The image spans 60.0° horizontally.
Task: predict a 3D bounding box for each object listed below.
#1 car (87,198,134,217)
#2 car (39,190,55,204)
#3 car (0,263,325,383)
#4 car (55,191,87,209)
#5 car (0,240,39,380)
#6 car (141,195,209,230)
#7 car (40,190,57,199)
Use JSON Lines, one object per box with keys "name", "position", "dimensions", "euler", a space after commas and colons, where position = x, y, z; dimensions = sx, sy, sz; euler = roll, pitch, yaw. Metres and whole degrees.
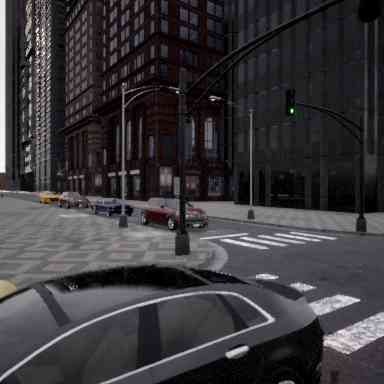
{"name": "car", "position": [-6.333, 1.154, 26.138], "dimensions": [1.895, 1.301, 4.718], "euler": [0, 1, -36]}
{"name": "car", "position": [-18.276, 0.669, 42.773], "dimensions": [1.882, 1.535, 5.008], "euler": [0, 1, -35]}
{"name": "car", "position": [-0.888, 1.504, 2.811], "dimensions": [4.892, 1.490, 1.837], "euler": [0, -1, -34]}
{"name": "car", "position": [-12.203, 0.724, 34.289], "dimensions": [2.097, 1.767, 4.553], "euler": [0, 1, -36]}
{"name": "car", "position": [-4.403, 1.525, 3.508], "dimensions": [4.829, 1.417, 1.752], "euler": [0, 0, -35]}
{"name": "car", "position": [-1.066, 1.073, 18.833], "dimensions": [2.097, 1.767, 4.553], "euler": [0, 1, -36]}
{"name": "car", "position": [-24.731, 0.467, 57.116], "dimensions": [1.812, 1.442, 4.674], "euler": [0, 1, -35]}
